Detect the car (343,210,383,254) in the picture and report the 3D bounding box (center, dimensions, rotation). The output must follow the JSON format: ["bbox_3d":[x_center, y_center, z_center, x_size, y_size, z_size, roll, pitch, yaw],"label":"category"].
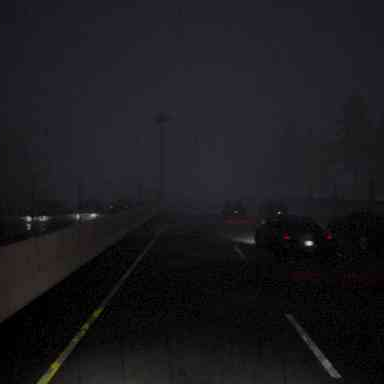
[{"bbox_3d":[7.088,1.470,13.351,1.837,1.490,4.892,0,0,0],"label":"car"}]

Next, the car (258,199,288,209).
[{"bbox_3d":[7.085,1.430,29.422,1.837,1.490,4.892,0,0,0],"label":"car"}]

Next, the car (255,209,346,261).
[{"bbox_3d":[3.583,1.533,12.173,1.994,1.385,4.181,0,0,0],"label":"car"}]

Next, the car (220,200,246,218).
[{"bbox_3d":[3.584,1.416,29.410,2.128,1.511,4.902,0,0,0],"label":"car"}]
